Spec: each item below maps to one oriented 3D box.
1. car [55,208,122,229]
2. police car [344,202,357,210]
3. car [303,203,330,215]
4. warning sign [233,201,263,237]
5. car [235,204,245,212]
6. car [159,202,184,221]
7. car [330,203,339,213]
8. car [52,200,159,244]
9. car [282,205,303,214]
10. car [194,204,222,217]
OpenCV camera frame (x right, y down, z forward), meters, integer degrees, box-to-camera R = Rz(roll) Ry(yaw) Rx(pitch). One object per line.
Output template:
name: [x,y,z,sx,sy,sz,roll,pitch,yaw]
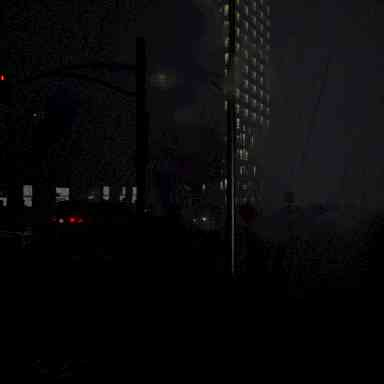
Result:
car: [-7.692,1.921,25.228,1.895,1.301,4.718,0,-1,33]
police car: [31.471,2.738,65.848,1.930,1.638,5.238,0,-1,33]
car: [16.985,2.376,45.225,1.837,1.490,4.892,0,-1,33]
warning sign: [3.127,1.454,18.539,1.300,1.860,1.060,1,1,33]
car: [7.506,2.386,48.798,1.994,1.385,4.181,0,-1,34]
car: [-2.778,1.835,32.872,2.097,1.767,4.553,0,-1,33]
car: [22.513,2.529,53.841,1.882,1.535,5.008,0,-1,33]
car: [-4.513,1.463,17.488,2.150,2.045,5.566,1,-1,34]
car: [14.443,2.473,47.281,1.895,1.301,4.718,0,-1,33]
car: [2.078,2.169,40.421,1.812,1.442,4.674,0,-1,33]
